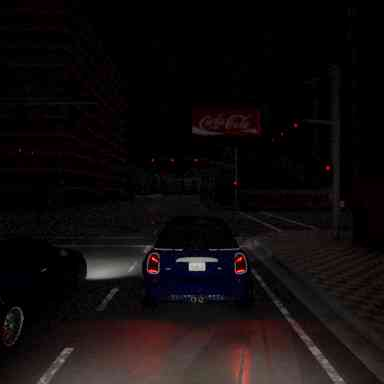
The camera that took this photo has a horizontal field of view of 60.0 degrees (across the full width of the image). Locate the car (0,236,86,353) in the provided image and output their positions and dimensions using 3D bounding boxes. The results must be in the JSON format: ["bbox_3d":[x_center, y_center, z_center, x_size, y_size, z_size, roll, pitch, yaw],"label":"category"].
[{"bbox_3d":[-3.419,1.526,6.003,1.812,1.442,4.674,0,0,0],"label":"car"}]

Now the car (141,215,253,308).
[{"bbox_3d":[0.086,1.352,8.058,2.097,1.767,4.553,0,0,0],"label":"car"}]
